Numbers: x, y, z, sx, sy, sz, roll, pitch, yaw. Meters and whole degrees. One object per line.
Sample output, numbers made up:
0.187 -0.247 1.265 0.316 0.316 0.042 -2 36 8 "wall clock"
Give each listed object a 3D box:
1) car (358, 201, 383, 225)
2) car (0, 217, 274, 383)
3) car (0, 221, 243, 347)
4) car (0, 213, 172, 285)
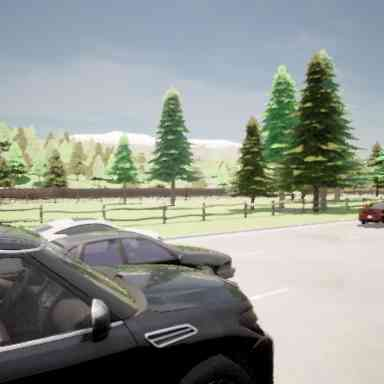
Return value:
12.677 1.334 21.383 5.008 1.535 1.882 0 0 -35 "car"
-1.868 1.223 2.414 5.566 2.045 2.150 0 0 -35 "car"
-1.601 1.531 6.904 5.357 1.411 2.033 0 0 -35 "car"
-3.089 1.505 10.140 4.674 1.442 1.812 0 0 -35 "car"
